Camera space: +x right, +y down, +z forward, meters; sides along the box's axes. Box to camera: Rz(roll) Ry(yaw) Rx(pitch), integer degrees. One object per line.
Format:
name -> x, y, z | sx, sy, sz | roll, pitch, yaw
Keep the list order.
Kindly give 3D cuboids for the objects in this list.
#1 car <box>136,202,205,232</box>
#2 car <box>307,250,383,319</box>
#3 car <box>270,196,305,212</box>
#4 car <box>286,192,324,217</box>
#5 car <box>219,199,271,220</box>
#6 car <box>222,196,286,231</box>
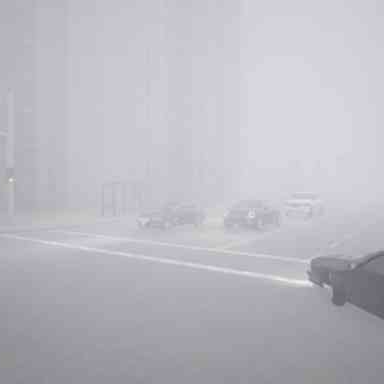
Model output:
car -> -1.108, 1.354, 19.222 | 2.128, 1.511, 4.902 | 0, 1, 36
car -> 3.993, 1.535, 5.142 | 2.033, 1.411, 5.357 | 0, 1, -13
car -> 10.242, 1.204, 35.495 | 2.128, 1.511, 4.902 | 0, 1, 35
car -> 9.723, 0.998, 28.649 | 2.150, 2.045, 5.566 | 0, 1, 35
car -> 4.466, 1.336, 27.221 | 2.033, 1.411, 5.357 | 0, 1, 35
car -> 3.653, 1.209, 19.899 | 2.097, 1.767, 4.553 | 0, 1, 35
